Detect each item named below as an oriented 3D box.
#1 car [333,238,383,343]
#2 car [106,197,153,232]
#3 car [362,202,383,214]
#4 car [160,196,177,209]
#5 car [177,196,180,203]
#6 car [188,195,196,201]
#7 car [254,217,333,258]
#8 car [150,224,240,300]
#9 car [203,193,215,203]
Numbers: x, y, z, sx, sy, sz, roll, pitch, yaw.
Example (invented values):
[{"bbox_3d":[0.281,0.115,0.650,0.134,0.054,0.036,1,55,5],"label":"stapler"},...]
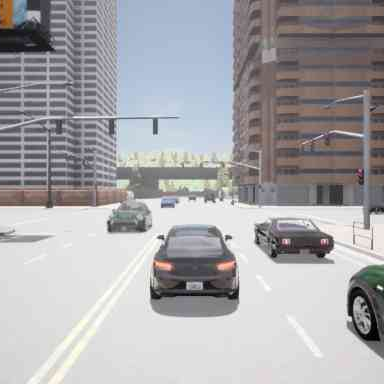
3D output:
[{"bbox_3d":[3.602,1.352,3.660,2.097,1.767,4.553,0,0,0],"label":"car"},{"bbox_3d":[-3.588,1.352,19.785,2.097,1.767,4.553,0,0,0],"label":"car"},{"bbox_3d":[19.977,1.601,33.760,4.718,1.301,1.895,0,0,1],"label":"car"},{"bbox_3d":[-3.396,1.477,46.883,1.882,1.535,5.008,0,0,-2],"label":"car"},{"bbox_3d":[-3.492,1.492,66.611,2.128,1.511,4.902,0,0,1],"label":"car"},{"bbox_3d":[0.045,1.425,77.336,1.837,1.490,4.892,0,0,0],"label":"car"},{"bbox_3d":[3.610,1.601,12.745,1.895,1.301,4.718,0,0,1],"label":"car"},{"bbox_3d":[0.066,1.526,8.294,1.812,1.442,4.674,0,0,0],"label":"car"},{"bbox_3d":[3.641,1.222,69.758,2.150,2.045,5.566,0,0,0],"label":"car"}]
